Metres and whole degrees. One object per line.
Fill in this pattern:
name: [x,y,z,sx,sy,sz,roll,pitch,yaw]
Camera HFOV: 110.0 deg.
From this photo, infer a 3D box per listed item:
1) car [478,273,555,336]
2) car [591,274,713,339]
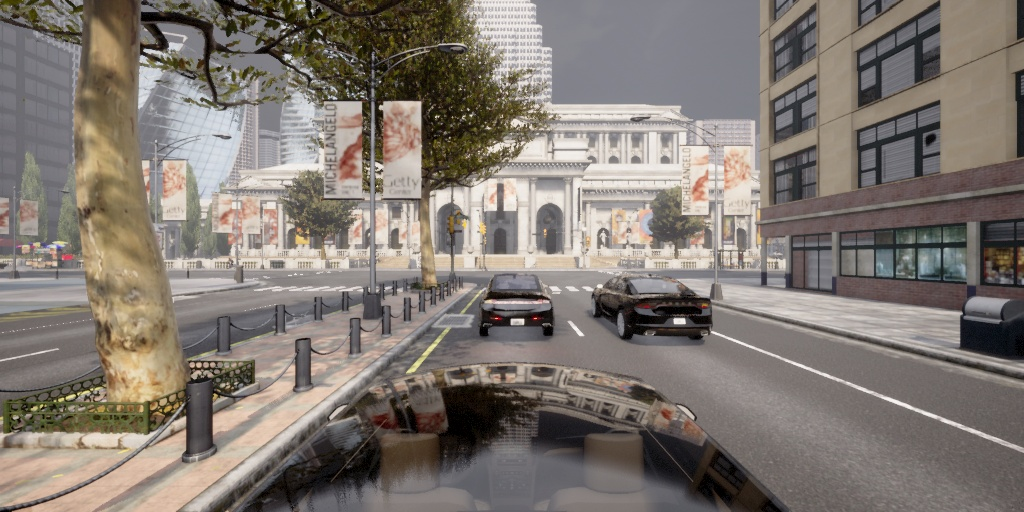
car: [0.080,1.242,10.332,2.128,1.511,4.902,0,0,-1]
car: [3.565,1.228,10.065,1.882,1.535,5.008,0,0,0]
